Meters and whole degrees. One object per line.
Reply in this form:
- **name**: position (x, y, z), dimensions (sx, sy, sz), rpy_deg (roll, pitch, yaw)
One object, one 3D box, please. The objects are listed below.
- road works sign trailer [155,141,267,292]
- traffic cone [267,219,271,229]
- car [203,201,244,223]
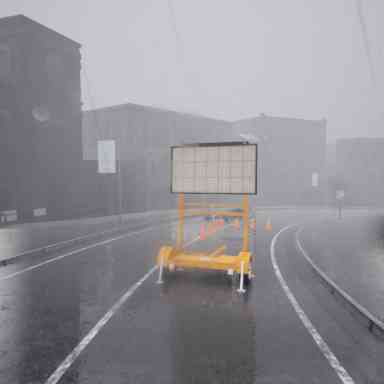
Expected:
- **road works sign trailer**: position (0.610, 0.457, 9.139), dimensions (2.380, 3.560, 2.880), rpy_deg (1, 0, 18)
- **traffic cone**: position (4.839, 2.015, 21.031), dimensions (0.340, 0.580, 0.340), rpy_deg (2, 0, 14)
- **car**: position (2.503, 1.435, 25.278), dimensions (2.128, 1.511, 4.902), rpy_deg (2, 1, 27)
